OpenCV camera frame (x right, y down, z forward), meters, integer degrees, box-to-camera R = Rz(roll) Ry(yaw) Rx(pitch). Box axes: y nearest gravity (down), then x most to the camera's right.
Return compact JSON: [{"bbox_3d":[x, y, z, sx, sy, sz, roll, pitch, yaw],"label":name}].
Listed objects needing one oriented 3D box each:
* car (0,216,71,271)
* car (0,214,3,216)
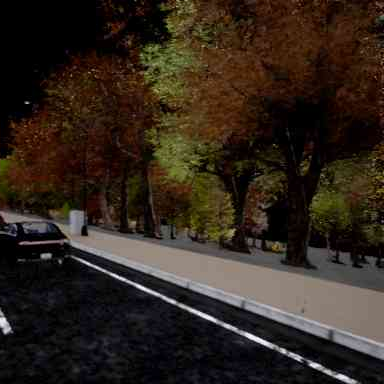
[{"bbox_3d":[-5.967,1.834,12.353,2.128,1.511,4.902,2,-2,-36],"label":"car"},{"bbox_3d":[-15.597,2.152,25.402,1.882,1.535,5.008,2,-2,-36],"label":"car"}]
